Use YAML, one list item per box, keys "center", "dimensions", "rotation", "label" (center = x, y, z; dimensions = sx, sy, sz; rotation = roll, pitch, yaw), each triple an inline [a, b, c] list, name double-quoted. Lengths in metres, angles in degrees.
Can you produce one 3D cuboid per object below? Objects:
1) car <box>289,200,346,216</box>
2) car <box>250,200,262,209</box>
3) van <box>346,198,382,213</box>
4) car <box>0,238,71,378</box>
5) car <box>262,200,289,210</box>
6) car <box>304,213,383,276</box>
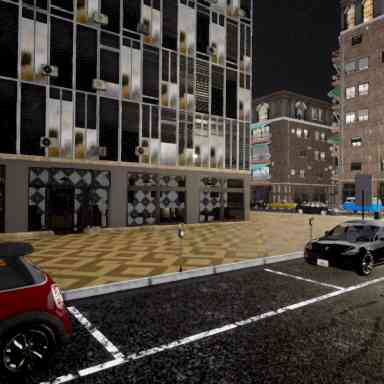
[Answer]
- center: [12.199, 1.620, 32.647]
  dimensions: [2.008, 1.369, 4.403]
  rotation: [0, -1, -35]
  label: "car"
- center: [9.587, 1.864, 51.098]
  dimensions: [1.947, 1.339, 4.313]
  rotation: [0, -1, -35]
  label: "car"
- center: [19.085, 1.525, 37.426]
  dimensions: [1.690, 1.788, 3.998]
  rotation: [0, -1, -35]
  label: "van"
- center: [-3.717, 1.440, 3.897]
  dimensions: [4.097, 1.590, 1.967]
  rotation: [0, 1, -35]
  label: "car"
- center: [12.655, 1.787, 46.680]
  dimensions: [1.752, 1.417, 4.829]
  rotation: [0, -1, -35]
  label: "car"
- center: [5.358, 1.567, 10.372]
  dimensions: [4.313, 1.339, 1.947]
  rotation: [0, 1, -35]
  label: "car"
